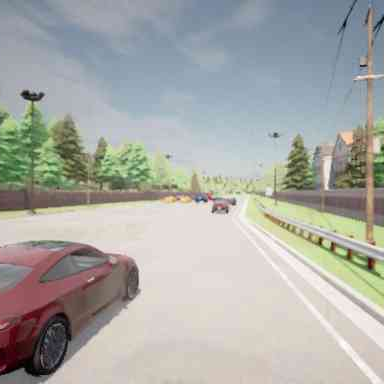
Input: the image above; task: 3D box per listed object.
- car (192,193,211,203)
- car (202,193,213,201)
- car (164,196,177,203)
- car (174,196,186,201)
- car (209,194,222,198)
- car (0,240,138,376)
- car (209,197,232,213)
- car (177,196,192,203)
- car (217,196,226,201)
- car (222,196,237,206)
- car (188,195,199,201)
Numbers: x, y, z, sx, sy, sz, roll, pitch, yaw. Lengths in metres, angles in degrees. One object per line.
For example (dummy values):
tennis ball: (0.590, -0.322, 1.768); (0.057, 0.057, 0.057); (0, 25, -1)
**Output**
car: (2.107, 1.383, 72.763); (2.150, 2.045, 5.566); (0, 0, 10)
car: (3.891, 1.248, 83.030); (2.150, 2.045, 5.566); (0, 0, 10)
car: (-4.795, 1.631, 73.932); (1.882, 1.535, 5.008); (0, 0, 10)
car: (-3.006, 1.614, 84.228); (1.895, 1.301, 4.718); (0, 0, 10)
car: (5.550, 1.638, 72.134); (1.882, 1.535, 5.008); (0, 0, 10)
car: (-2.380, 1.536, 5.561); (1.812, 1.442, 4.674); (0, 0, 10)
car: (3.348, 1.616, 38.344); (1.812, 1.442, 4.674); (0, 0, 9)
car: (-1.347, 1.633, 73.333); (1.882, 1.535, 5.008); (0, 0, 10)
car: (7.339, 1.621, 82.430); (1.895, 1.301, 4.718); (0, 0, 10)
car: (6.864, 1.631, 58.672); (2.128, 1.511, 4.902); (0, 0, 10)
car: (0.437, 1.573, 83.599); (1.994, 1.385, 4.181); (0, 0, 10)
